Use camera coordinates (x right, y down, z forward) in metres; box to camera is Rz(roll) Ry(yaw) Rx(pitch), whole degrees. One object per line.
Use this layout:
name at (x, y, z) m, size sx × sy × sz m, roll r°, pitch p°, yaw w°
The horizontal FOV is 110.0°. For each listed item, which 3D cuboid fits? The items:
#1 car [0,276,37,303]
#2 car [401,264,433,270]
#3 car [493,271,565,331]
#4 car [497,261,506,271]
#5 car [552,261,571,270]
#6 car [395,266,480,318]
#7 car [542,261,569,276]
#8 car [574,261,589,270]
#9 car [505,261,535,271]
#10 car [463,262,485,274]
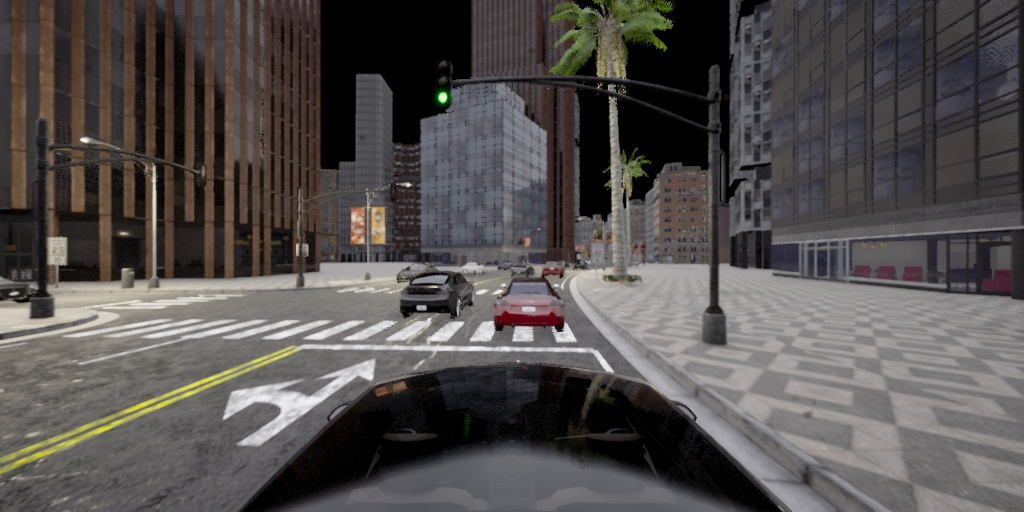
car at (-22.520, 1.365, 14.718) m, size 4.181 × 1.385 × 1.994 m, roll 0°, pitch 0°, yaw -2°
car at (-7.461, 1.369, 28.557) m, size 1.837 × 1.490 × 4.892 m, roll 0°, pitch 0°, yaw 11°
car at (0.561, 1.354, 11.281) m, size 1.994 × 1.385 × 4.181 m, roll 0°, pitch 0°, yaw 4°
car at (-0.774, 1.521, 55.140) m, size 1.837 × 1.490 × 4.892 m, roll 0°, pitch -1°, yaw 19°
car at (8.489, 1.564, 61.261) m, size 2.128 × 1.511 × 4.902 m, roll 0°, pitch 0°, yaw 23°
car at (-2.564, 1.302, 13.218) m, size 1.837 × 1.490 × 4.892 m, roll 0°, pitch 0°, yaw 4°
car at (4.370, 1.284, 36.919) m, size 2.097 × 1.767 × 4.553 m, roll 0°, pitch 0°, yaw 13°
car at (11.728, 1.584, 60.622) m, size 1.837 × 1.490 × 4.892 m, roll 0°, pitch 0°, yaw 23°
car at (1.190, 1.420, 37.622) m, size 2.128 × 1.511 × 4.902 m, roll 0°, pitch 0°, yaw 13°
car at (-4.594, 1.465, 42.119) m, size 1.812 × 1.442 × 4.674 m, roll 0°, pitch 0°, yaw 15°
